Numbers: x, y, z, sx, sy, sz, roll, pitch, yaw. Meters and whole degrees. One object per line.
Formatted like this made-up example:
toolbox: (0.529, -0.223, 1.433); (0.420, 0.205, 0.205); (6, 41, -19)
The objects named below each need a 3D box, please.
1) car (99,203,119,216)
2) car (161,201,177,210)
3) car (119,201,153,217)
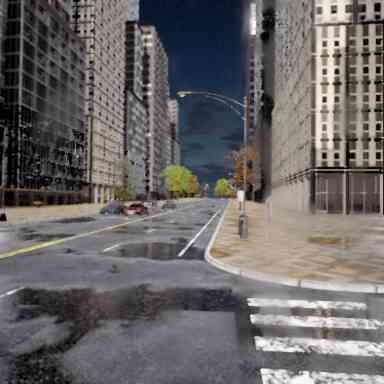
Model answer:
car: (-8.919, 1.933, 38.483); (2.033, 1.411, 5.357); (1, -1, 7)
car: (-3.639, 2.214, 54.191); (2.033, 1.411, 5.357); (1, -1, 7)
car: (-5.937, 1.920, 36.074); (1.812, 1.442, 4.674); (1, -1, 7)
